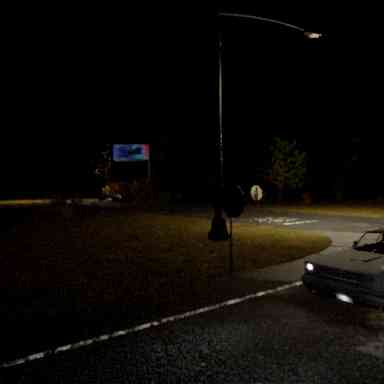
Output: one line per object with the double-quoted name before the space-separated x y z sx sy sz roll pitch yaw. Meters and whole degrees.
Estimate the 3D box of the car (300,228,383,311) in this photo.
"car" 4.419 1.473 7.003 4.718 1.301 1.895 -1 1 -35

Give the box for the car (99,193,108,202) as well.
"car" -15.716 1.001 61.273 2.128 1.511 4.902 -1 1 -34

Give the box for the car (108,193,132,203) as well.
"car" -11.733 1.074 55.353 2.033 1.411 5.357 -1 1 -33
